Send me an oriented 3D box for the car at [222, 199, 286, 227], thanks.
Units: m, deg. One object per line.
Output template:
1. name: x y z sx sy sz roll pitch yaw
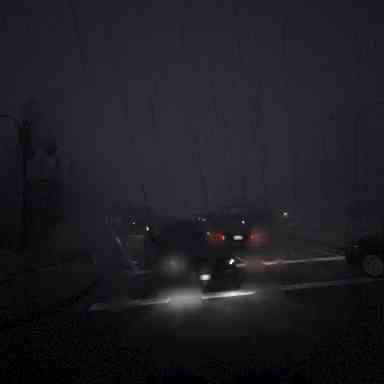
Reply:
1. car: 2.839 1.466 19.909 5.357 1.411 2.033 -3 1 -15

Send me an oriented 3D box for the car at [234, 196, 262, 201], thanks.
1. car: 7.327 1.287 46.177 2.007 1.523 4.514 0 0 -17

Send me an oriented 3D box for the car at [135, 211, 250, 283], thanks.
1. car: -0.370 1.543 10.122 2.033 1.411 5.357 0 0 -15

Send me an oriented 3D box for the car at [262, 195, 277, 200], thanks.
1. car: 10.314 1.277 47.135 2.152 1.636 5.027 0 0 -17

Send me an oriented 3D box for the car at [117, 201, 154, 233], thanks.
1. car: -3.111 1.529 19.954 2.033 1.411 5.357 0 0 -17

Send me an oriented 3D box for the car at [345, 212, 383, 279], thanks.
1. car: 6.534 1.475 8.257 5.008 1.535 1.882 0 0 39

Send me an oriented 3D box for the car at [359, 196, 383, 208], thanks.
1. car: 23.875 1.273 43.219 1.845 1.501 3.633 0 0 -17

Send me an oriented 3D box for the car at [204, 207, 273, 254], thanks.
1. car: 1.348 1.538 13.403 2.033 1.411 5.357 0 0 -4

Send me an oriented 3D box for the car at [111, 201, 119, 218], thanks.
1. car: -6.280 1.515 30.103 2.033 1.411 5.357 0 0 -17

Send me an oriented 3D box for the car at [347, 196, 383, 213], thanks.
1. car: 15.578 1.356 29.226 1.970 1.475 3.806 0 0 -17
